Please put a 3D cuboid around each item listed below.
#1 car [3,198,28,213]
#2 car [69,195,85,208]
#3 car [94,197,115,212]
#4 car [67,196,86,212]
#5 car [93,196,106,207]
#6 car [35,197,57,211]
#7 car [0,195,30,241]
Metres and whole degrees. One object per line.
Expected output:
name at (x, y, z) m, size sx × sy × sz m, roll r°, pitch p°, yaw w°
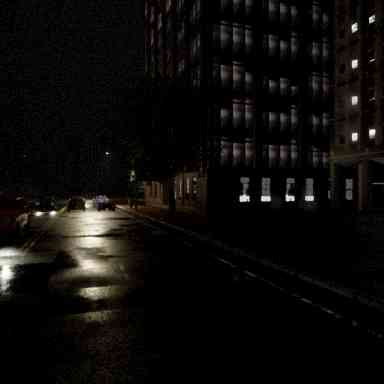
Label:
car at (-20.536, 1.525, 38.853) m, size 1.812 × 1.442 × 4.674 m, roll 0°, pitch 0°, yaw -19°
car at (-16.484, 1.350, 47.774) m, size 2.097 × 1.767 × 4.553 m, roll 0°, pitch 0°, yaw -18°
car at (-10.089, 1.600, 38.853) m, size 1.895 × 1.301 × 4.718 m, roll 0°, pitch 0°, yaw -18°
car at (-13.434, 1.477, 38.759) m, size 1.882 × 1.535 × 5.008 m, roll 0°, pitch 0°, yaw -19°
car at (-13.220, 1.350, 48.134) m, size 2.097 × 1.767 × 4.553 m, roll 0°, pitch 0°, yaw -18°
car at (-17.531, 1.351, 40.112) m, size 2.097 × 1.767 × 4.553 m, roll 0°, pitch 0°, yaw -19°
car at (-9.638, 1.218, 16.756) m, size 2.150 × 2.045 × 5.566 m, roll 0°, pitch 1°, yaw -18°
